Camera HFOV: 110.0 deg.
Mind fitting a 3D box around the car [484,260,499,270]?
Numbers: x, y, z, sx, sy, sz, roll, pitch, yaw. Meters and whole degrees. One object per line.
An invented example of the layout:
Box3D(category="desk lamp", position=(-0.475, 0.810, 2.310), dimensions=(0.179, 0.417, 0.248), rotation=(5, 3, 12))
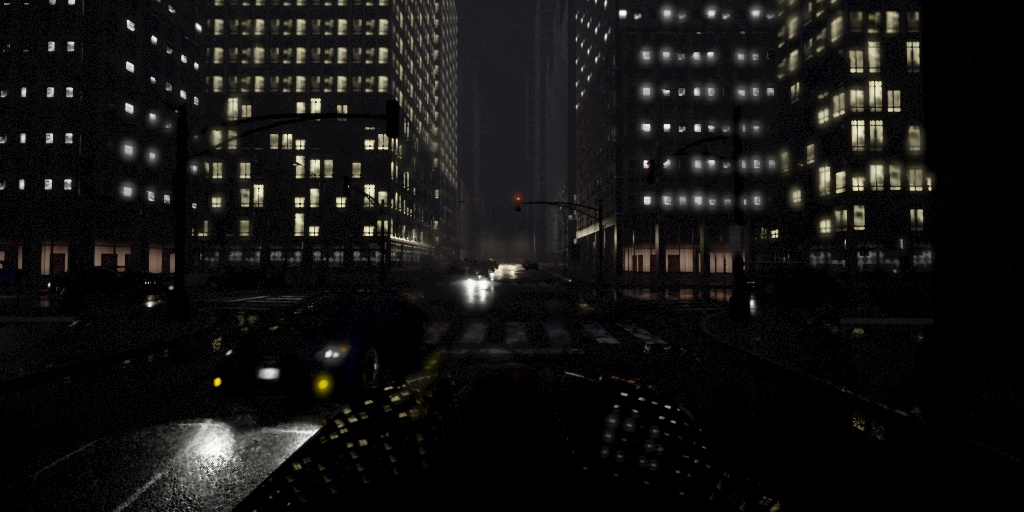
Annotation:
Box3D(category="car", position=(-3.086, 1.333, 54.530), dimensions=(1.994, 1.385, 4.181), rotation=(0, 0, 0))

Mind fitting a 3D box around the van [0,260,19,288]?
Box3D(category="van", position=(-33.437, 1.132, 22.269), dimensions=(3.998, 1.789, 1.690), rotation=(0, 0, 0))

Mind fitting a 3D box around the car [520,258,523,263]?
Box3D(category="car", position=(2.694, 1.298, 60.204), dimensions=(1.751, 1.417, 4.829), rotation=(0, 0, 0))

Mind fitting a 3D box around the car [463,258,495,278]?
Box3D(category="car", position=(-3.096, 1.254, 34.366), dimensions=(2.128, 1.511, 4.902), rotation=(0, 0, 0))

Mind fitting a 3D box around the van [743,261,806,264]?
Box3D(category="van", position=(15.982, 1.210, 22.155), dimensions=(3.998, 1.789, 1.690), rotation=(0, 0, 0))

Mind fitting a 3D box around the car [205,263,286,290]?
Box3D(category="car", position=(-16.492, 1.255, 22.230), dimensions=(4.097, 1.591, 1.967), rotation=(0, 0, 0))

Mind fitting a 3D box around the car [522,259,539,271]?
Box3D(category="car", position=(2.693, 1.350, 48.878), dimensions=(1.802, 1.307, 4.207), rotation=(0, 0, 0))

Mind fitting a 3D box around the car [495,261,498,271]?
Box3D(category="car", position=(-3.093, 1.292, 44.564), dimensions=(1.812, 1.442, 4.674), rotation=(0, 0, 0))

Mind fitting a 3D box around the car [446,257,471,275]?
Box3D(category="car", position=(-5.689, 1.203, 37.667), dimensions=(1.967, 1.591, 4.097), rotation=(0, 0, 0))

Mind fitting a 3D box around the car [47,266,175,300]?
Box3D(category="car", position=(-18.086, 1.191, 16.459), dimensions=(4.902, 1.511, 2.128), rotation=(0, -1, 0))

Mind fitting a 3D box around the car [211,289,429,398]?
Box3D(category="car", position=(-2.987, 1.316, 6.566), dimensions=(1.994, 1.385, 4.181), rotation=(0, 0, 4))

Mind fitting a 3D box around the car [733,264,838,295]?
Box3D(category="car", position=(14.874, 1.321, 19.584), dimensions=(4.892, 1.490, 1.837), rotation=(0, -1, 0))
